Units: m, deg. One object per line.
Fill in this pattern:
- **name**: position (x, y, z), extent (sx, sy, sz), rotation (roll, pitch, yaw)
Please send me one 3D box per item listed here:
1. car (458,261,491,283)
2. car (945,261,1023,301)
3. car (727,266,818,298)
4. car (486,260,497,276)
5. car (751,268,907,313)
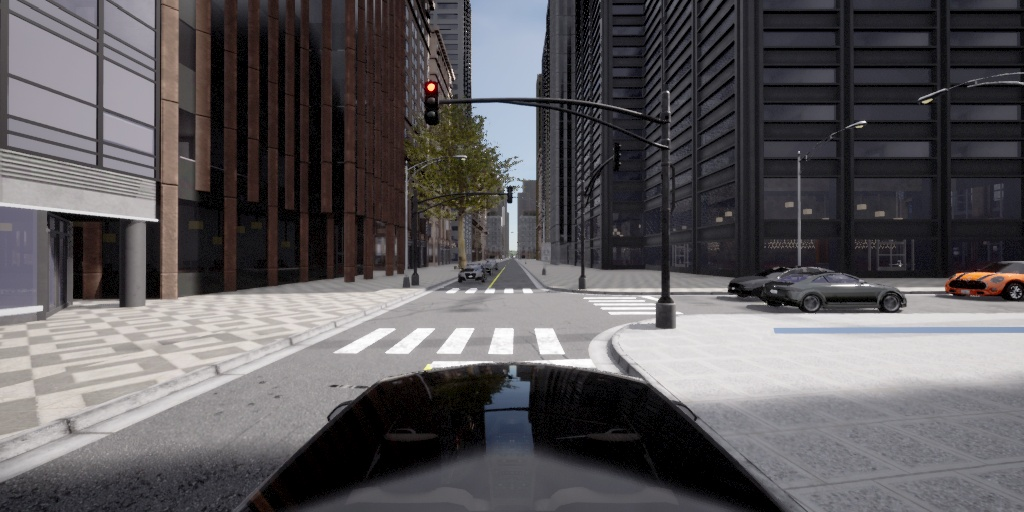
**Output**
- **car**: position (-3.021, 1.318, 28.177), extent (1.994, 1.385, 4.181), rotation (0, 0, 0)
- **car**: position (22.698, 1.016, 16.171), extent (4.553, 1.767, 2.097), rotation (0, 0, 0)
- **car**: position (12.415, 1.207, 16.177), extent (4.892, 1.490, 1.837), rotation (0, 0, 0)
- **car**: position (-2.990, 1.362, 38.231), extent (1.895, 1.301, 4.718), rotation (0, 0, 0)
- **car**: position (11.558, 1.257, 13.077), extent (4.181, 1.385, 1.994), rotation (0, 0, 0)
